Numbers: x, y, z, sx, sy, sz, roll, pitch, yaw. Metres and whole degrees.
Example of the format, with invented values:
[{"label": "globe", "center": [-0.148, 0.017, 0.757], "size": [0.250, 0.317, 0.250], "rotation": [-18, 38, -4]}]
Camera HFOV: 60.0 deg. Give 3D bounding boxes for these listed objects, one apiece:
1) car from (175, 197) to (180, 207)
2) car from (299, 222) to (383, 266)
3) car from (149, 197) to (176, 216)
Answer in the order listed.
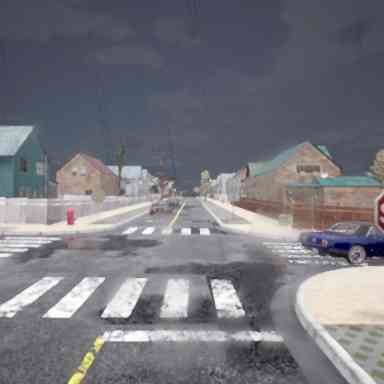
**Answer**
[{"label": "car", "center": [-2.853, 1.462, 48.797], "size": [1.994, 1.385, 4.181], "rotation": [0, 0, 0]}, {"label": "car", "center": [6.313, 1.712, 11.571], "size": [4.718, 1.301, 1.895], "rotation": [1, -1, -12]}, {"label": "car", "center": [-2.850, 1.478, 31.587], "size": [1.994, 1.385, 4.181], "rotation": [0, 0, 1]}]
